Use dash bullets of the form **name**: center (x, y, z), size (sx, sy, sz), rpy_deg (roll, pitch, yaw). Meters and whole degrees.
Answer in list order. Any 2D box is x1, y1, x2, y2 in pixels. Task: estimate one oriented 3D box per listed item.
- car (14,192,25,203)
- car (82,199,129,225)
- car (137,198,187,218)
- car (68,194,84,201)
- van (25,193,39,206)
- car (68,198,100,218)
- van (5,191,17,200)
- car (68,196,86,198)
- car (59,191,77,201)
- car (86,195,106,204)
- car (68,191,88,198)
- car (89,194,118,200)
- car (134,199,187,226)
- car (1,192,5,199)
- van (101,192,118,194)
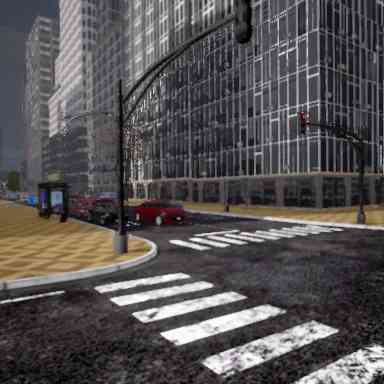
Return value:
- **car**: center (-28.251, 1.070, 56.188), size (2.008, 1.369, 4.403), rpy_deg (0, 1, -34)
- **car**: center (-5.919, 1.452, 23.261), size (1.947, 1.339, 4.313), rpy_deg (0, 1, -34)
- **car**: center (-2.744, 1.323, 29.126), size (2.033, 1.411, 5.357), rpy_deg (-1, 1, -34)
- **car**: center (-21.330, 0.983, 60.913), size (1.802, 1.307, 4.206), rpy_deg (0, 1, -34)
- **van**: center (-21.839, 0.967, 46.799), size (1.690, 1.788, 3.998), rpy_deg (0, 1, -34)
- **car**: center (-9.111, 1.417, 27.967), size (1.802, 1.307, 4.206), rpy_deg (0, 1, -34)
- **van**: center (-37.867, 0.699, 70.265), size (1.690, 1.788, 3.998), rpy_deg (0, 1, -34)
- **car**: center (-12.268, 1.349, 32.692), size (1.947, 1.339, 4.313), rpy_deg (0, 1, -34)
- **car**: center (-24.536, 0.663, 65.604), size (2.192, 1.841, 5.009), rpy_deg (0, 1, -34)
- **car**: center (-14.919, 1.090, 51.526), size (1.802, 1.307, 4.206), rpy_deg (0, 1, -34)
- **car**: center (-13.331, 1.046, 38.907), size (2.097, 1.767, 4.553), rpy_deg (-1, 1, -35)
- **car**: center (-7.657, 1.262, 30.615), size (1.882, 1.535, 5.008), rpy_deg (-1, 1, -34)
- **car**: center (-2.237, 1.349, 22.678), size (1.882, 1.535, 5.008), rpy_deg (-1, 1, -34)
- **car**: center (-41.072, 0.745, 74.959), size (1.967, 1.590, 4.097), rpy_deg (0, 1, -34)
- **van**: center (-11.714, 0.902, 46.830), size (1.690, 1.788, 3.998), rpy_deg (0, 1, -34)
